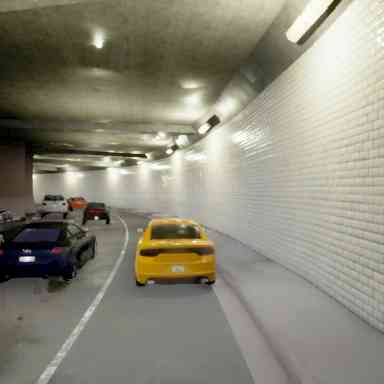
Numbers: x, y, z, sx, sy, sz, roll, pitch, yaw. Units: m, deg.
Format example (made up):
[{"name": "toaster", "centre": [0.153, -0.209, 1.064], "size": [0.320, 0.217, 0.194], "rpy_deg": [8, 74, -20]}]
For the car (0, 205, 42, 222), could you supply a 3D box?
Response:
[{"name": "car", "centre": [-8.115, 1.491, 13.528], "size": [2.128, 1.511, 4.902], "rpy_deg": [0, 0, -8]}]

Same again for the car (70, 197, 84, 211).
[{"name": "car", "centre": [-14.212, 1.352, 40.344], "size": [2.097, 1.767, 4.553], "rpy_deg": [0, 0, -34]}]

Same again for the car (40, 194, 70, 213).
[{"name": "car", "centre": [-12.999, 1.221, 31.360], "size": [2.150, 2.045, 5.566], "rpy_deg": [0, 0, -23]}]

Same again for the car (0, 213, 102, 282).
[{"name": "car", "centre": [-4.129, 1.564, 9.892], "size": [1.994, 1.385, 4.181], "rpy_deg": [0, 0, -6]}]

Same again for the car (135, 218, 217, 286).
[{"name": "car", "centre": [-0.553, 1.477, 9.496], "size": [1.882, 1.535, 5.008], "rpy_deg": [0, 0, -6]}]

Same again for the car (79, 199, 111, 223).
[{"name": "car", "centre": [-7.233, 1.506, 25.155], "size": [1.837, 1.490, 4.892], "rpy_deg": [0, 0, -16]}]
